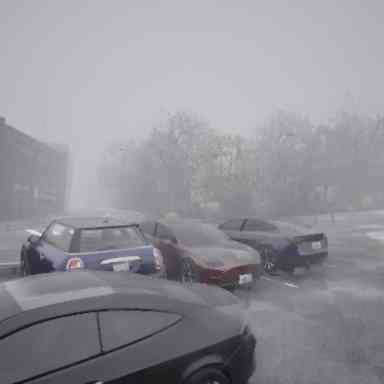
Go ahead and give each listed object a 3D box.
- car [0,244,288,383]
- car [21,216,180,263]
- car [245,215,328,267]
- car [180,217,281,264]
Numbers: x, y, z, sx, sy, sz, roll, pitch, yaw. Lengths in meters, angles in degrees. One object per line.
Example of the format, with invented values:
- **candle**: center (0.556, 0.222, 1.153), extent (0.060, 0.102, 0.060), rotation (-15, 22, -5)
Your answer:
- **car**: center (-1.451, 1.526, 2.841), extent (4.674, 1.442, 1.812), rotation (0, 0, -36)
- **car**: center (-2.486, 1.353, 7.634), extent (2.185, 1.767, 4.553), rotation (0, 0, -35)
- **car**: center (2.014, 1.490, 10.917), extent (2.163, 1.488, 4.792), rotation (0, 0, -35)
- **car**: center (-0.218, 1.500, 9.253), extent (2.163, 1.488, 4.792), rotation (0, 0, -35)
